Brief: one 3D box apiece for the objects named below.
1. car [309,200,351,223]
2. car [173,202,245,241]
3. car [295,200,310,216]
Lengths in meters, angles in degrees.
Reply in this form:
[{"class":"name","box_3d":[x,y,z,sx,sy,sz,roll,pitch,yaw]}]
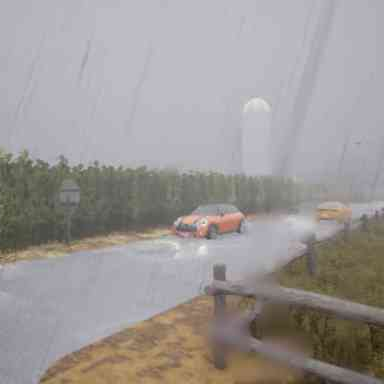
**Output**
[{"class":"car","box_3d":[10.942,1.503,25.722,1.882,1.535,5.008,-1,0,36]},{"class":"car","box_3d":[0.996,1.437,17.525,2.097,1.767,4.553,-1,0,36]},{"class":"car","box_3d":[11.373,1.516,31.853,2.128,1.511,4.902,-1,0,36]}]
